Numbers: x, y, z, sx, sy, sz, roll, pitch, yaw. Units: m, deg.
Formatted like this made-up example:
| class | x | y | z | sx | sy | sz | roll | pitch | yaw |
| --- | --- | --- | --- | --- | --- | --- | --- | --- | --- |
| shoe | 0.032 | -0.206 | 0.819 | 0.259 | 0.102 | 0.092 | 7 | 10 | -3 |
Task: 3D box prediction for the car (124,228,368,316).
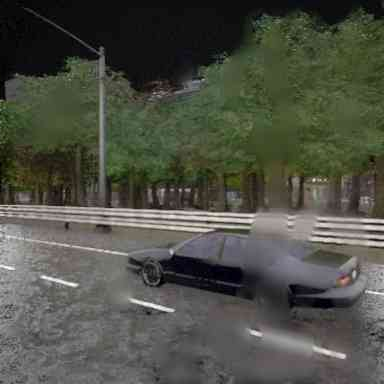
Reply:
| class | x | y | z | sx | sy | sz | roll | pitch | yaw |
| --- | --- | --- | --- | --- | --- | --- | --- | --- | --- |
| car | 0.906 | 1.550 | 7.524 | 5.357 | 1.411 | 2.033 | 0 | 0 | 36 |
